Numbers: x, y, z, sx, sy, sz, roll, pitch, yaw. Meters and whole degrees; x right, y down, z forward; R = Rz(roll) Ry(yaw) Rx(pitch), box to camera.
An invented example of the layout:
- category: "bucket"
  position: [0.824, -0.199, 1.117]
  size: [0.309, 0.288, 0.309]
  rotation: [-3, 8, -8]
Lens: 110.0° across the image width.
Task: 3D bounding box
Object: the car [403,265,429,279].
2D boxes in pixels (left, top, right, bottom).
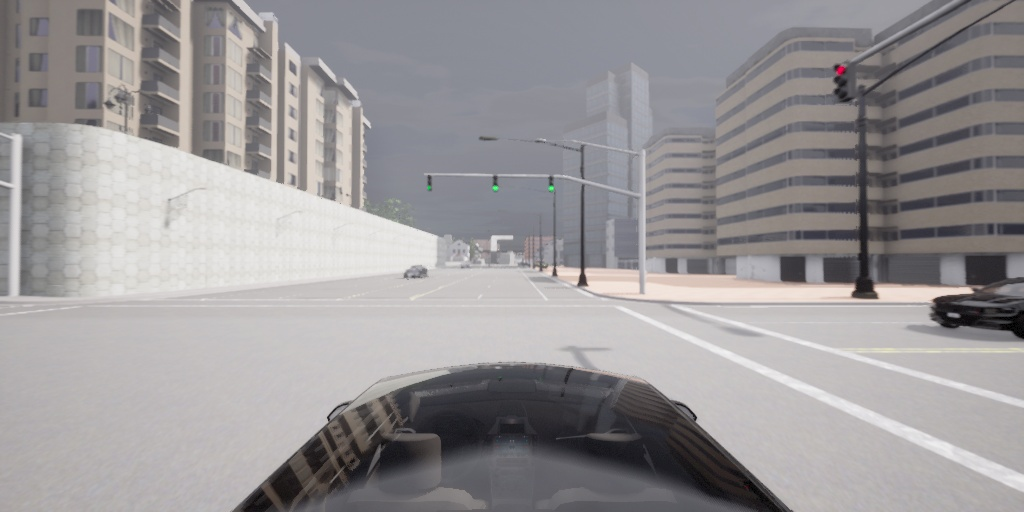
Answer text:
- category: "car"
  position: [-10.499, 1.798, 39.385]
  size: [2.128, 1.511, 4.902]
  rotation: [0, 0, 0]

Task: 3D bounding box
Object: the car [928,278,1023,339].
- category: "car"
  position: [14.479, 1.336, 9.755]
  size: [5.008, 1.535, 1.882]
  rotation: [0, -1, 0]
